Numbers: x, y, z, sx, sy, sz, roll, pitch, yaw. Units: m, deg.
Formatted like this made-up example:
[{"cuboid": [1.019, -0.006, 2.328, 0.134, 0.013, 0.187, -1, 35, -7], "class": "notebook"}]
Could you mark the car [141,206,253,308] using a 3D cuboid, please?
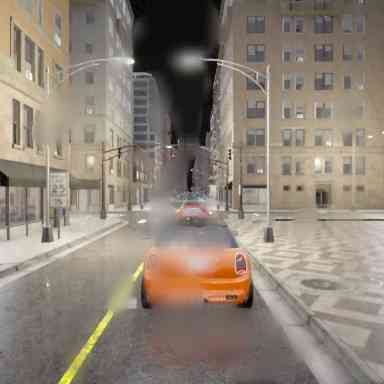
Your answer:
[{"cuboid": [0.089, 1.352, 8.056, 2.097, 1.767, 4.553, 0, 0, 0], "class": "car"}]

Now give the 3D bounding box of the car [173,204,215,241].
[{"cuboid": [0.084, 1.477, 17.656, 1.882, 1.535, 5.008, 0, 0, 0], "class": "car"}]
